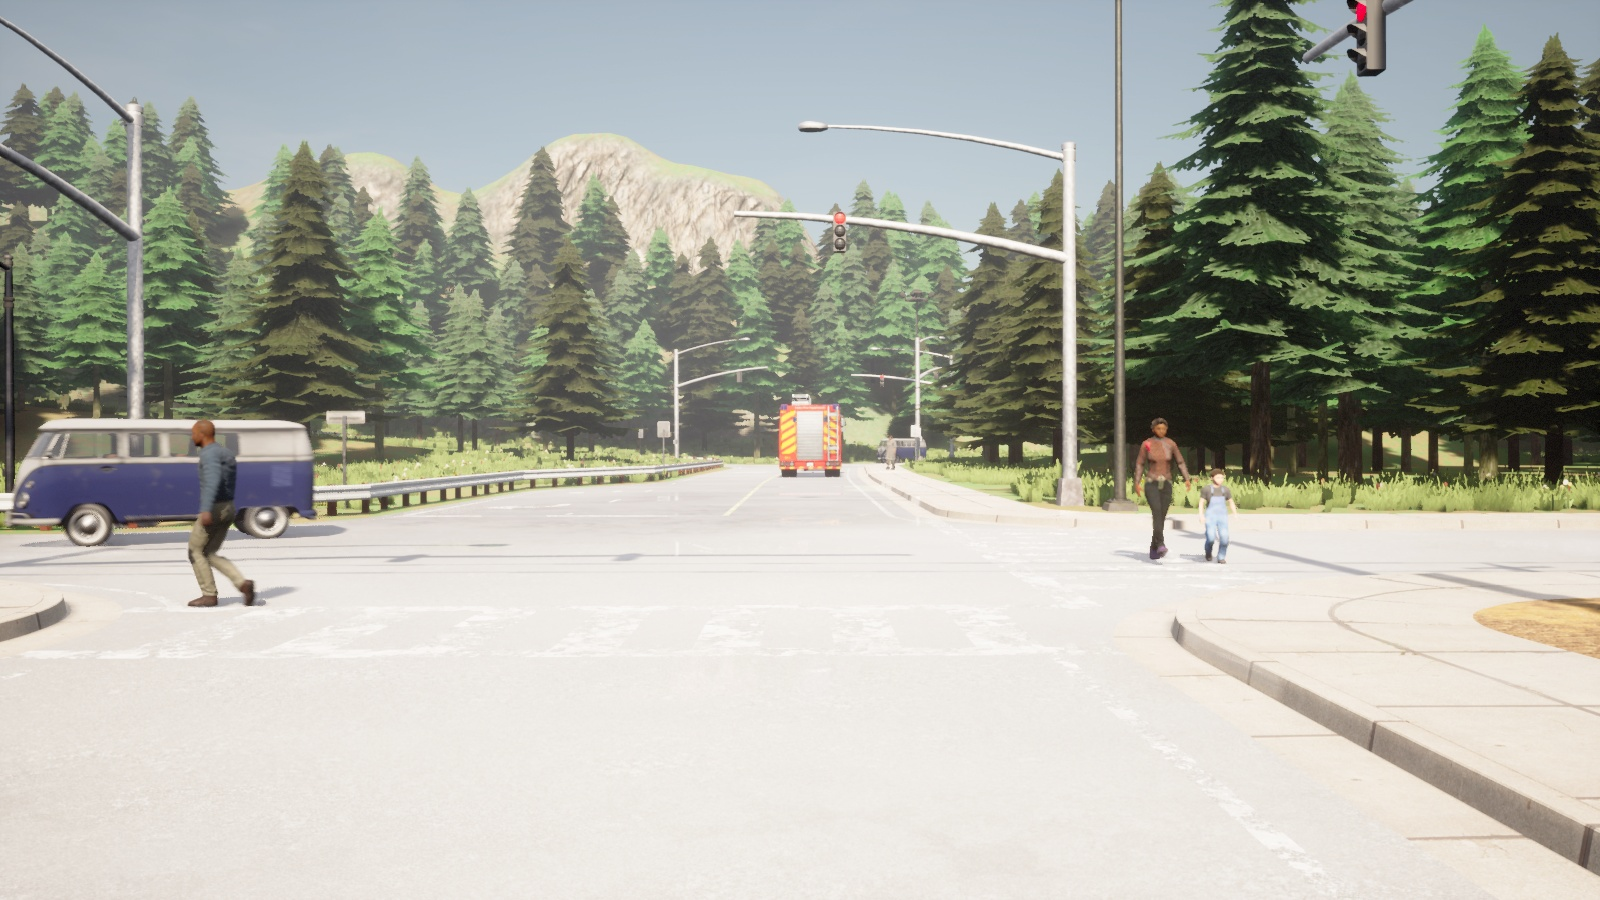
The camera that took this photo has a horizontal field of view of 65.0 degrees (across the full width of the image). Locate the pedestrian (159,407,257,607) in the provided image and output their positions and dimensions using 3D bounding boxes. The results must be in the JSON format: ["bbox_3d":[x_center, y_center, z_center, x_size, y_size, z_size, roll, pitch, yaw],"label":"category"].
[{"bbox_3d":[-5.513,0.521,11.712,0.726,1.835,0.370,0,0,1],"label":"pedestrian"}]

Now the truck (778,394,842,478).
[{"bbox_3d":[0.582,-0.660,61.508,2.891,3.827,8.468,0,0,2],"label":"truck"}]

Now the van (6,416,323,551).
[{"bbox_3d":[-10.314,0.467,20.518,4.442,1.987,1.775,-1,1,-31],"label":"van"}]

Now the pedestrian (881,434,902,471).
[{"bbox_3d":[4.851,0.135,66.786,0.873,1.952,0.659,0,0,-37],"label":"pedestrian"}]

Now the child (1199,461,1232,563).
[{"bbox_3d":[5.222,0.772,15.802,0.270,1.263,0.437,0,0,1],"label":"child"}]

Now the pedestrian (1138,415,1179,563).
[{"bbox_3d":[4.520,0.478,15.848,0.328,1.805,0.869,0,0,4],"label":"pedestrian"}]
